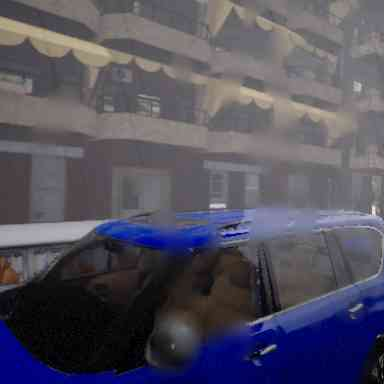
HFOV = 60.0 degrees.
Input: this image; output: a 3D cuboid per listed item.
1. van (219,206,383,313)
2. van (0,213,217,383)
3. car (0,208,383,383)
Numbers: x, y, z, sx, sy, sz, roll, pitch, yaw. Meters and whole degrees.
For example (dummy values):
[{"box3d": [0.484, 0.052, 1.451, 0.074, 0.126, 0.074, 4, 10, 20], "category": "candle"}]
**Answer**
[{"box3d": [2.756, 1.344, 8.056, 3.998, 1.788, 1.690, 0, 1, -36], "category": "van"}, {"box3d": [-1.740, 1.341, 4.832, 3.998, 1.788, 1.690, 0, 2, -36], "category": "van"}, {"box3d": [-0.078, 1.221, 3.021, 5.566, 2.045, 2.150, 0, 0, -36], "category": "car"}]
